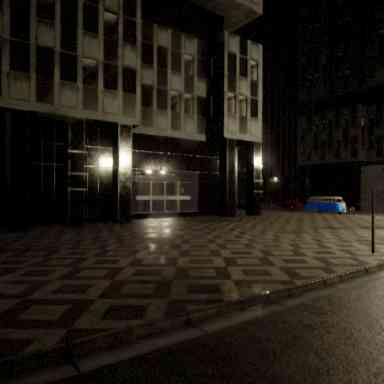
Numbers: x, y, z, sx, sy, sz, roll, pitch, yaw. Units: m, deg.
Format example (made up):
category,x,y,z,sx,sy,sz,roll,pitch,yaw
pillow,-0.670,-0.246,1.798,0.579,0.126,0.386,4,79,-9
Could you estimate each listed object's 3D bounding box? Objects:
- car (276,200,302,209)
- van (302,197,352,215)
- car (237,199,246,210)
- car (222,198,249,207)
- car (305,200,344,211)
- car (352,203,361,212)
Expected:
category,x,y,z,sx,sy,sz,roll,pitch,yaw
car,14.112,1.793,48.327,1.802,1.307,4.206,0,0,-36
van,13.752,1.405,34.173,1.690,1.788,3.998,0,0,-36
car,7.182,1.686,43.362,1.887,1.381,4.507,0,0,-36
car,7.442,1.814,57.655,1.752,1.417,4.829,0,0,-36
car,17.397,1.723,43.732,2.008,1.369,4.403,0,0,-36
car,20.683,1.699,39.137,1.947,1.339,4.313,0,0,-36
